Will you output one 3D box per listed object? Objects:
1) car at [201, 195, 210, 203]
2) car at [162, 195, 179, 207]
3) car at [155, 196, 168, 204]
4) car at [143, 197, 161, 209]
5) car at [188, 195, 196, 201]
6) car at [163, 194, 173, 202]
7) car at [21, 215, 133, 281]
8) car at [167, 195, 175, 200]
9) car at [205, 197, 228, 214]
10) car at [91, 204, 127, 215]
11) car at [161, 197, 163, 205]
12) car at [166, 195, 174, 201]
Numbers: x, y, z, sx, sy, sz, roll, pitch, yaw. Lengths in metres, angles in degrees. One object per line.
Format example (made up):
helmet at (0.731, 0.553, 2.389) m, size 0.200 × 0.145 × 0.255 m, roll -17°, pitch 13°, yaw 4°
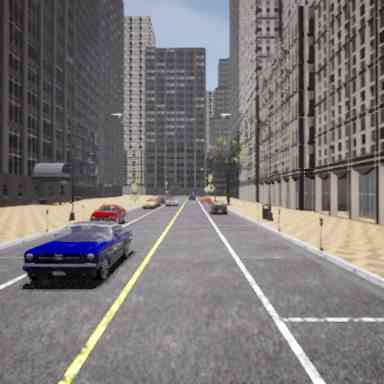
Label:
car at (3.014, 1.326, 69.757) m, size 2.097 × 1.767 × 4.553 m, roll 0°, pitch 0°, yaw 0°
car at (-3.067, 1.585, 51.282) m, size 1.895 × 1.301 × 4.718 m, roll 0°, pitch 0°, yaw 0°
car at (-5.670, 1.545, 62.527) m, size 1.947 × 1.339 × 4.313 m, roll 1°, pitch 0°, yaw 0°
car at (-5.673, 1.513, 45.430) m, size 1.752 × 1.417 × 4.829 m, roll 1°, pitch 0°, yaw 0°
car at (0.017, 1.482, 83.070) m, size 1.812 × 1.442 × 4.674 m, roll 0°, pitch 0°, yaw 0°
car at (-5.665, 1.408, 79.456) m, size 1.967 × 1.590 × 4.097 m, roll 1°, pitch 0°, yaw 0°
car at (-3.099, 1.600, 9.955) m, size 1.895 × 1.301 × 4.718 m, roll 0°, pitch 0°, yaw 0°
car at (-5.664, 1.527, 90.741) m, size 1.947 × 1.339 × 4.313 m, roll 1°, pitch 0°, yaw 0°
car at (2.705, 1.542, 34.323) m, size 2.008 × 1.369 × 4.403 m, roll 1°, pitch 0°, yaw 0°
car at (-5.678, 1.540, 23.028) m, size 1.887 × 1.381 × 4.507 m, roll 1°, pitch 0°, yaw 0°
car at (-5.672, 1.529, 51.242) m, size 1.887 × 1.381 × 4.507 m, roll 1°, pitch 0°, yaw 0°
car at (-5.665, 1.547, 85.099) m, size 1.802 × 1.307 × 4.206 m, roll 1°, pitch 0°, yaw 0°
